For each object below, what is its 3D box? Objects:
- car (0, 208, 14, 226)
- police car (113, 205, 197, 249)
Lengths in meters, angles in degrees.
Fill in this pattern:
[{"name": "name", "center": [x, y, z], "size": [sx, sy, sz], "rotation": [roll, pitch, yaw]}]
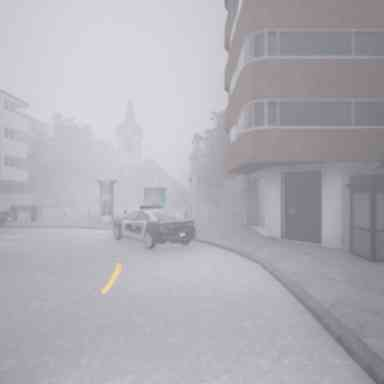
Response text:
[{"name": "car", "center": [-13.112, 1.441, 19.684], "size": [4.674, 1.442, 1.812], "rotation": [0, 4, 0]}, {"name": "police car", "center": [-1.888, 1.400, 14.714], "size": [1.930, 1.638, 5.238], "rotation": [0, 0, -37]}]
